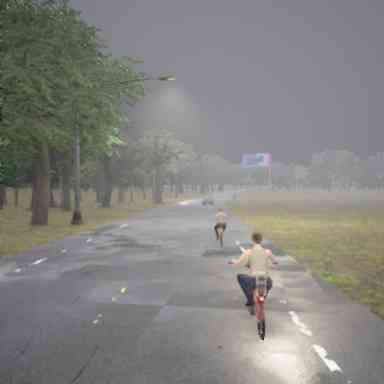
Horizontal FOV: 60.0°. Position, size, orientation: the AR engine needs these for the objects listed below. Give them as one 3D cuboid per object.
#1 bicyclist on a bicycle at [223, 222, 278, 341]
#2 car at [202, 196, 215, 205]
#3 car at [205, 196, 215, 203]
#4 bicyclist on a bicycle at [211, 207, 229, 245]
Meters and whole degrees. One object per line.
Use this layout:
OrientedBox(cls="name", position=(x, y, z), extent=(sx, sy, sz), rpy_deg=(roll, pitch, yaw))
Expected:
OrientedBox(cls="bicyclist on a bicycle", position=(1.067, 1.447, 5.580), extent=(0.866, 1.612, 1.509), rpy_deg=(0, 1, 1))
OrientedBox(cls="car", position=(2.861, 1.656, 59.389), extent=(1.895, 1.301, 4.718), rpy_deg=(0, 0, 5))
OrientedBox(cls="car", position=(4.046, 1.567, 73.866), extent=(1.994, 1.385, 4.181), rpy_deg=(0, 0, 6))
OrientedBox(cls="bicyclist on a bicycle", position=(1.260, 1.473, 14.676), extent=(0.866, 1.612, 1.509), rpy_deg=(0, 0, 2))
